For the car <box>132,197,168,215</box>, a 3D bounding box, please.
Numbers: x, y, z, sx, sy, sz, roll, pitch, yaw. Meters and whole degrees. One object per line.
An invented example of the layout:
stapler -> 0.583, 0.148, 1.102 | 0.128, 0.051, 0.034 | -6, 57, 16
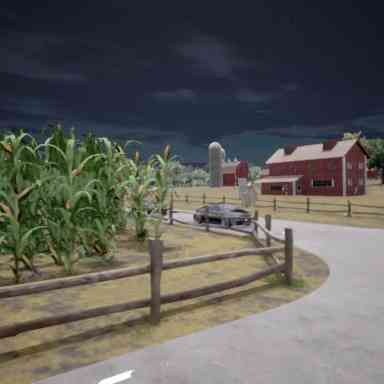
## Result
car -> -3.889, 1.197, 28.911 | 1.837, 1.490, 4.892 | -2, 2, -36

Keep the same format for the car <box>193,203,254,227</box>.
car -> 1.921, 1.388, 20.768 | 1.994, 1.385, 4.181 | -2, 2, -38
